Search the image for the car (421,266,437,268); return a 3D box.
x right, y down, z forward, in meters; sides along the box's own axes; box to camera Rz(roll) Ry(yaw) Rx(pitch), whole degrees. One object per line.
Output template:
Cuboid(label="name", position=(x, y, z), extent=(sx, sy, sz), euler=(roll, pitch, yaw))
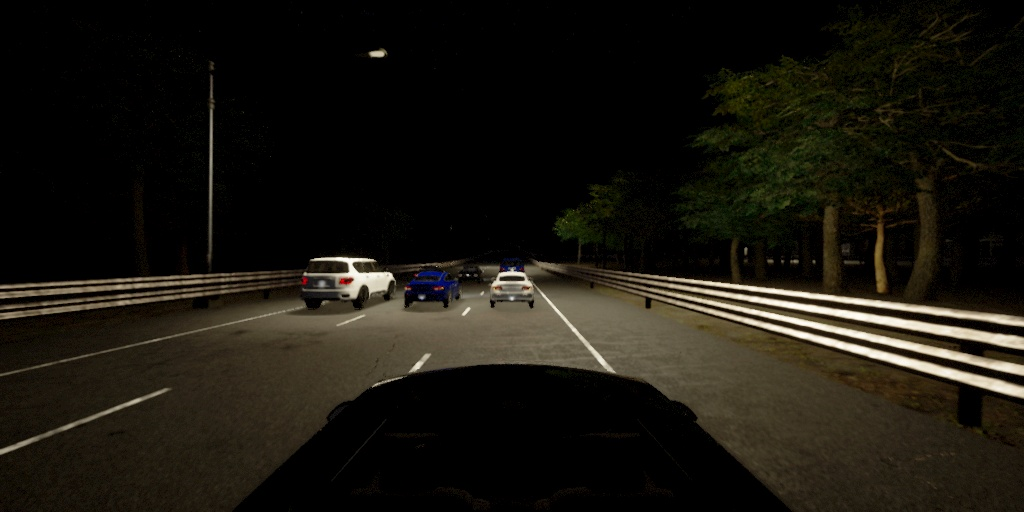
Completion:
Cuboid(label="car", position=(-6.993, 1.578, 30.831), extent=(2.033, 1.411, 5.357), euler=(0, 0, 0))

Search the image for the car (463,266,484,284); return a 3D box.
Cuboid(label="car", position=(-3.492, 1.578, 30.829), extent=(2.033, 1.411, 5.357), euler=(0, 0, 0))

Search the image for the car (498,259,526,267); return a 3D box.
Cuboid(label="car", position=(0.009, 1.248, 30.896), extent=(2.150, 2.045, 5.566), euler=(0, 0, 0))

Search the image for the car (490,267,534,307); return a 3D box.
Cuboid(label="car", position=(0.009, 1.423, 16.227), extent=(1.812, 1.442, 4.674), euler=(0, 0, 0))

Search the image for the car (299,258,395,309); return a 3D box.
Cuboid(label="car", position=(-6.995, 1.111, 15.890), extent=(2.150, 2.045, 5.566), euler=(0, 0, 0))

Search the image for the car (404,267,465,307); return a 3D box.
Cuboid(label="car", position=(-3.491, 1.423, 16.225), extent=(1.812, 1.442, 4.674), euler=(0, 0, 0))
